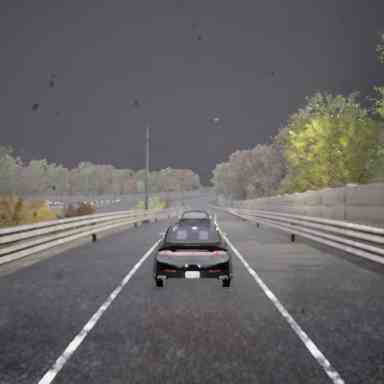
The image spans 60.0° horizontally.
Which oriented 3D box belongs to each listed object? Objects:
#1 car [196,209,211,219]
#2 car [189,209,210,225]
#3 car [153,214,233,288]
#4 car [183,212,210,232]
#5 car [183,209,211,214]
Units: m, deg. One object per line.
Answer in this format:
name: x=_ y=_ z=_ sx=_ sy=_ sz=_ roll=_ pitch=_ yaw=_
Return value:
car: x=1.646 y=3.087 z=46.519 sx=1.895 sy=1.301 sz=4.718 roll=0 pitch=-2 yaw=4
car: x=0.821 y=2.495 z=33.675 sx=2.033 sy=1.411 sz=5.357 roll=0 pitch=-2 yaw=3
car: x=0.027 y=1.579 z=9.468 sx=2.128 sy=1.511 sz=4.902 roll=0 pitch=-1 yaw=0
car: x=0.366 y=2.212 z=25.654 sx=1.895 sy=1.301 sz=4.718 roll=0 pitch=-2 yaw=2
car: x=0.187 y=1.848 z=19.667 sx=1.882 sy=1.535 sz=5.008 roll=0 pitch=-3 yaw=1
